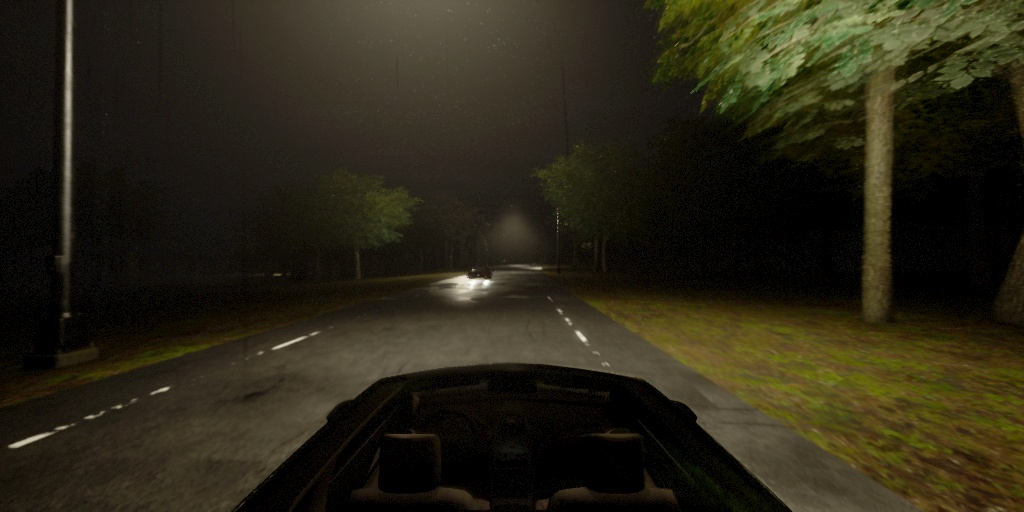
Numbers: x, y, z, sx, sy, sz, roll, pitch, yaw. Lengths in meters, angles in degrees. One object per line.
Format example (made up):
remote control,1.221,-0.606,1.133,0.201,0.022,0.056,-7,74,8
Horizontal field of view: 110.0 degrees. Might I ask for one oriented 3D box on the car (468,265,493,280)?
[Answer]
car,-2.987,1.585,34.514,1.994,1.385,4.181,0,-1,2
